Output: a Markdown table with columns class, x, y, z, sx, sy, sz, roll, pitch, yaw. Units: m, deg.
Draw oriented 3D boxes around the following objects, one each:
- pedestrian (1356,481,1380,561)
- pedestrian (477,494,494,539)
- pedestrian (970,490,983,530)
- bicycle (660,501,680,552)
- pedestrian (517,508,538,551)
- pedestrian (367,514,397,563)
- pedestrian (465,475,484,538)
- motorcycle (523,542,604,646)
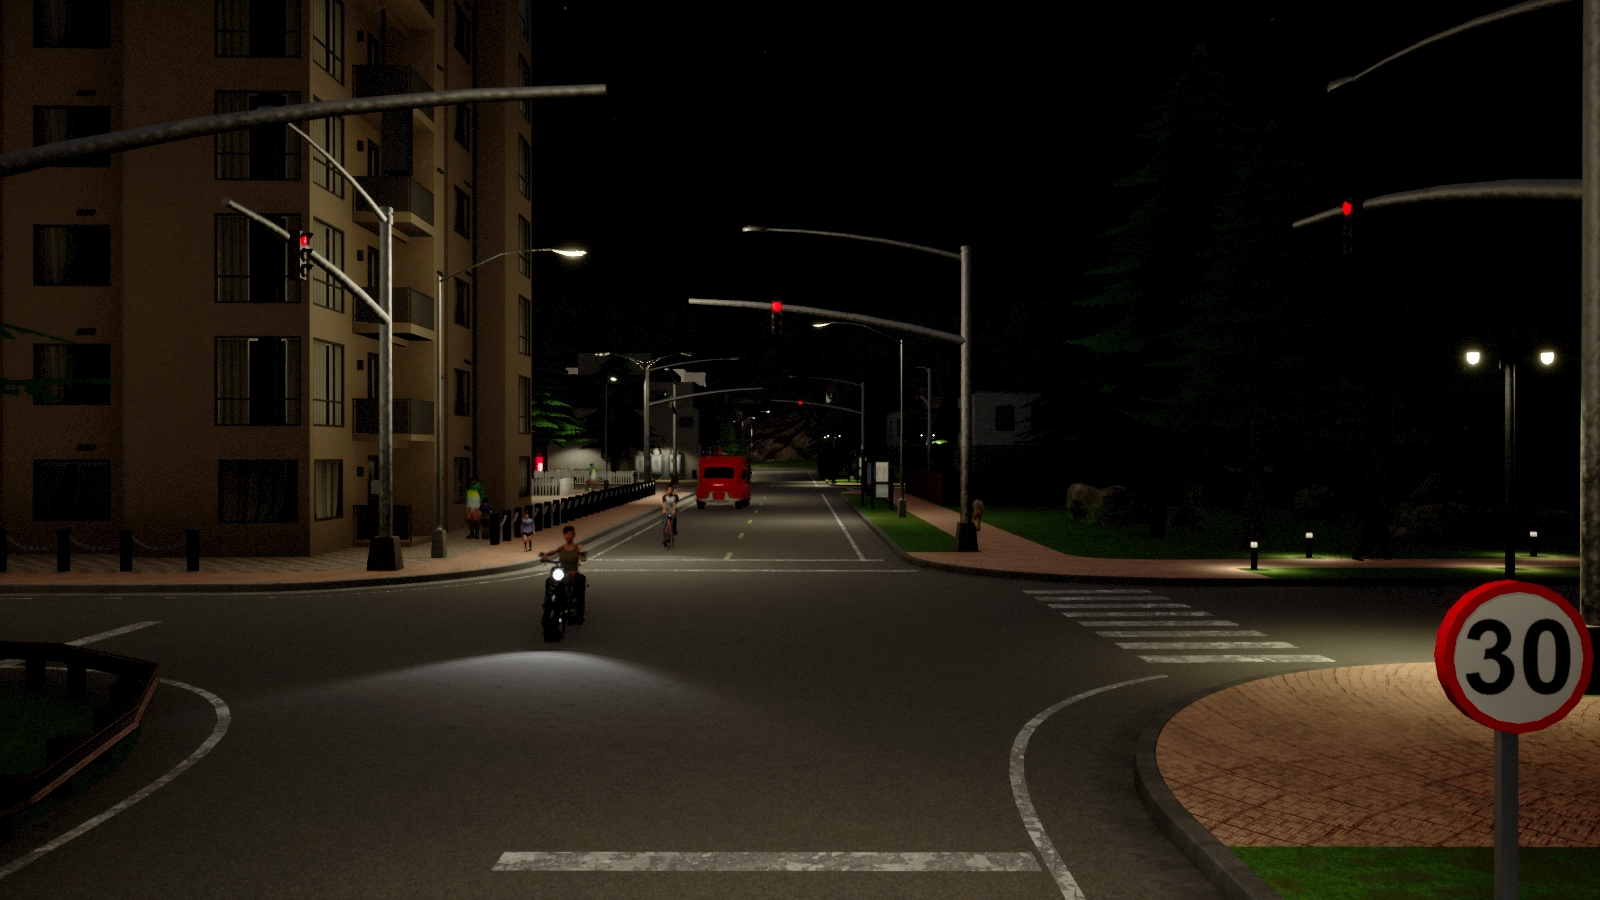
| class | x | y | z | sx | sy | sz | roll | pitch | yaw |
| --- | --- | --- | --- | --- | --- | --- | --- | --- | --- |
| pedestrian | 13.397 | 1.665 | 26.956 | 0.375 | 1.860 | 0.375 | 0 | 0 | -1 |
| pedestrian | -9.298 | 1.956 | 33.789 | 0.375 | 1.300 | 0.375 | 0 | 0 | 4 |
| pedestrian | 5.749 | 1.956 | 37.204 | 0.375 | 1.300 | 0.375 | 0 | 0 | 1 |
| bicycle | -3.652 | 2.127 | 32.078 | 0.373 | 1.314 | 1.643 | 0 | 0 | 0 |
| pedestrian | -7.063 | 2.056 | 29.629 | 0.500 | 1.100 | 0.500 | 0 | 0 | -9 |
| pedestrian | -9.745 | 2.057 | 26.656 | 0.500 | 1.100 | 0.500 | 0 | 0 | 6 |
| pedestrian | -9.734 | 1.677 | 34.162 | 0.375 | 1.860 | 0.375 | 0 | 0 | 19 |
| motorcycle | -3.574 | 2.149 | 17.460 | 0.764 | 1.277 | 2.356 | 0 | 0 | 0 |
